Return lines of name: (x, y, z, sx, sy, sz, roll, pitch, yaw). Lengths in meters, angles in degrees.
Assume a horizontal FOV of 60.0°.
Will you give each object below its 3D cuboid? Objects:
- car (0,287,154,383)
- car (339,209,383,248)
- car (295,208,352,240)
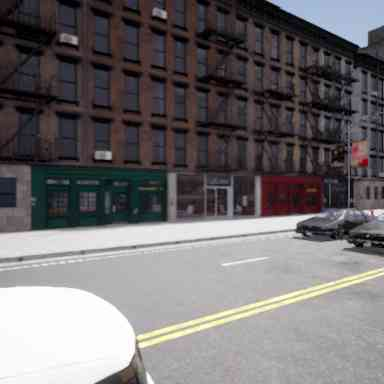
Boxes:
car: (-2.815, 1.221, 1.432, 5.566, 2.045, 2.150, 0, 0, -36)
car: (8.659, 1.553, 13.859, 5.357, 1.411, 2.033, 0, 0, -35)
car: (7.645, 1.553, 17.127, 5.357, 1.411, 2.033, 0, 0, -35)
